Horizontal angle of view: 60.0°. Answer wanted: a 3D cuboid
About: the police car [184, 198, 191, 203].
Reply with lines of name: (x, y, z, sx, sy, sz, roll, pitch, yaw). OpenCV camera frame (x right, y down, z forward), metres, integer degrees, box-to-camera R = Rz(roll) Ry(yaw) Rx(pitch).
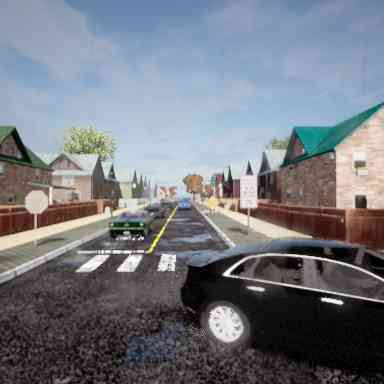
police car: (-1.313, 2.413, 95.556, 1.930, 1.638, 5.238, 0, -1, -1)

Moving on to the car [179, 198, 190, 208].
car: (-1.284, 1.912, 58.040, 1.882, 1.535, 5.008, 0, -1, -1)

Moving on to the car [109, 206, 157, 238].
car: (-3.231, 1.683, 18.375, 1.895, 1.301, 4.718, 0, 0, -1)

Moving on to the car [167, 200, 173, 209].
car: (-3.894, 1.919, 50.711, 1.994, 1.385, 4.181, 0, -1, -1)

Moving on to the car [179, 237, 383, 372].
car: (2.125, 1.512, 4.883, 4.892, 1.490, 1.837, -1, 3, 31)

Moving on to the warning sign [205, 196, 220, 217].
warning sign: (1.851, 1.283, 30.513, 1.300, 1.860, 1.060, -1, -1, -1)

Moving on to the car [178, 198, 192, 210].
car: (-1.010, 1.877, 48.250, 2.033, 1.411, 5.357, 0, -1, -1)

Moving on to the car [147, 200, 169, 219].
car: (-3.514, 1.734, 30.934, 1.994, 1.385, 4.181, 0, 0, -1)
